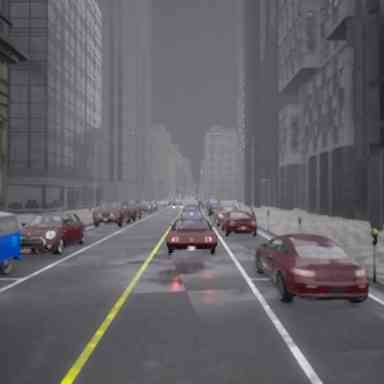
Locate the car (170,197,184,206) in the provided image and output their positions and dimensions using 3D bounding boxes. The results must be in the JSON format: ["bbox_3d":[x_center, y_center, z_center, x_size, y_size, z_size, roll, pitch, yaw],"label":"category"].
[{"bbox_3d":[-3.043,2.320,70.980,1.812,1.442,4.674,0,-1,0],"label":"car"}]

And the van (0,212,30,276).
[{"bbox_3d":[-5.863,1.424,8.146,1.690,1.788,3.998,0,-1,0],"label":"van"}]

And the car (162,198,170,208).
[{"bbox_3d":[-5.906,2.240,64.333,1.752,1.417,4.829,0,-1,1],"label":"car"}]

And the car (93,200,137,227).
[{"bbox_3d":[-5.873,1.573,25.065,2.192,1.841,5.009,0,-1,0],"label":"car"}]

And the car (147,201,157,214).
[{"bbox_3d":[-5.884,1.880,41.981,1.967,1.590,4.097,0,-1,0],"label":"car"}]

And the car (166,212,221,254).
[{"bbox_3d":[-0.006,1.745,14.108,1.895,1.301,4.718,0,-1,0],"label":"car"}]

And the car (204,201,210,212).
[{"bbox_3d":[2.645,1.942,36.331,1.947,1.339,4.313,0,-1,0],"label":"car"}]

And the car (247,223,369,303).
[{"bbox_3d":[2.663,1.665,8.137,1.802,1.307,4.206,0,-1,0],"label":"car"}]

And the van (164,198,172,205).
[{"bbox_3d":[-5.909,2.269,81.459,1.690,1.788,3.998,0,-1,0],"label":"van"}]

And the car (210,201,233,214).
[{"bbox_3d":[2.652,1.697,25.055,1.967,1.590,4.097,0,-1,0],"label":"car"}]

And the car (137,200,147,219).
[{"bbox_3d":[-5.877,1.631,30.703,2.192,1.841,5.009,0,-1,0],"label":"car"}]

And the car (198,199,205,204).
[{"bbox_3d":[2.611,2.607,92.718,2.008,1.369,4.403,0,-1,0],"label":"car"}]

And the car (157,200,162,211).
[{"bbox_3d":[-5.888,1.946,47.619,1.967,1.590,4.097,0,-1,0],"label":"car"}]

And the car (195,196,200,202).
[{"bbox_3d":[2.345,2.135,69.598,2.097,1.767,4.553,0,-1,0],"label":"car"}]

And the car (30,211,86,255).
[{"bbox_3d":[-5.866,1.581,13.785,1.967,1.590,4.097,0,-1,0],"label":"car"}]

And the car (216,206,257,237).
[{"bbox_3d":[2.656,1.744,19.415,1.887,1.381,4.507,0,-1,0],"label":"car"}]

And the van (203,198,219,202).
[{"bbox_3d":[2.640,1.781,41.972,1.690,1.788,3.998,0,-1,0],"label":"van"}]

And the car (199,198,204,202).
[{"bbox_3d":[2.631,2.174,59.093,1.752,1.417,4.829,0,-1,1],"label":"car"}]

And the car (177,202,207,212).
[{"bbox_3d":[-0.016,1.846,28.986,2.033,1.411,5.357,0,-1,0],"label":"car"}]
